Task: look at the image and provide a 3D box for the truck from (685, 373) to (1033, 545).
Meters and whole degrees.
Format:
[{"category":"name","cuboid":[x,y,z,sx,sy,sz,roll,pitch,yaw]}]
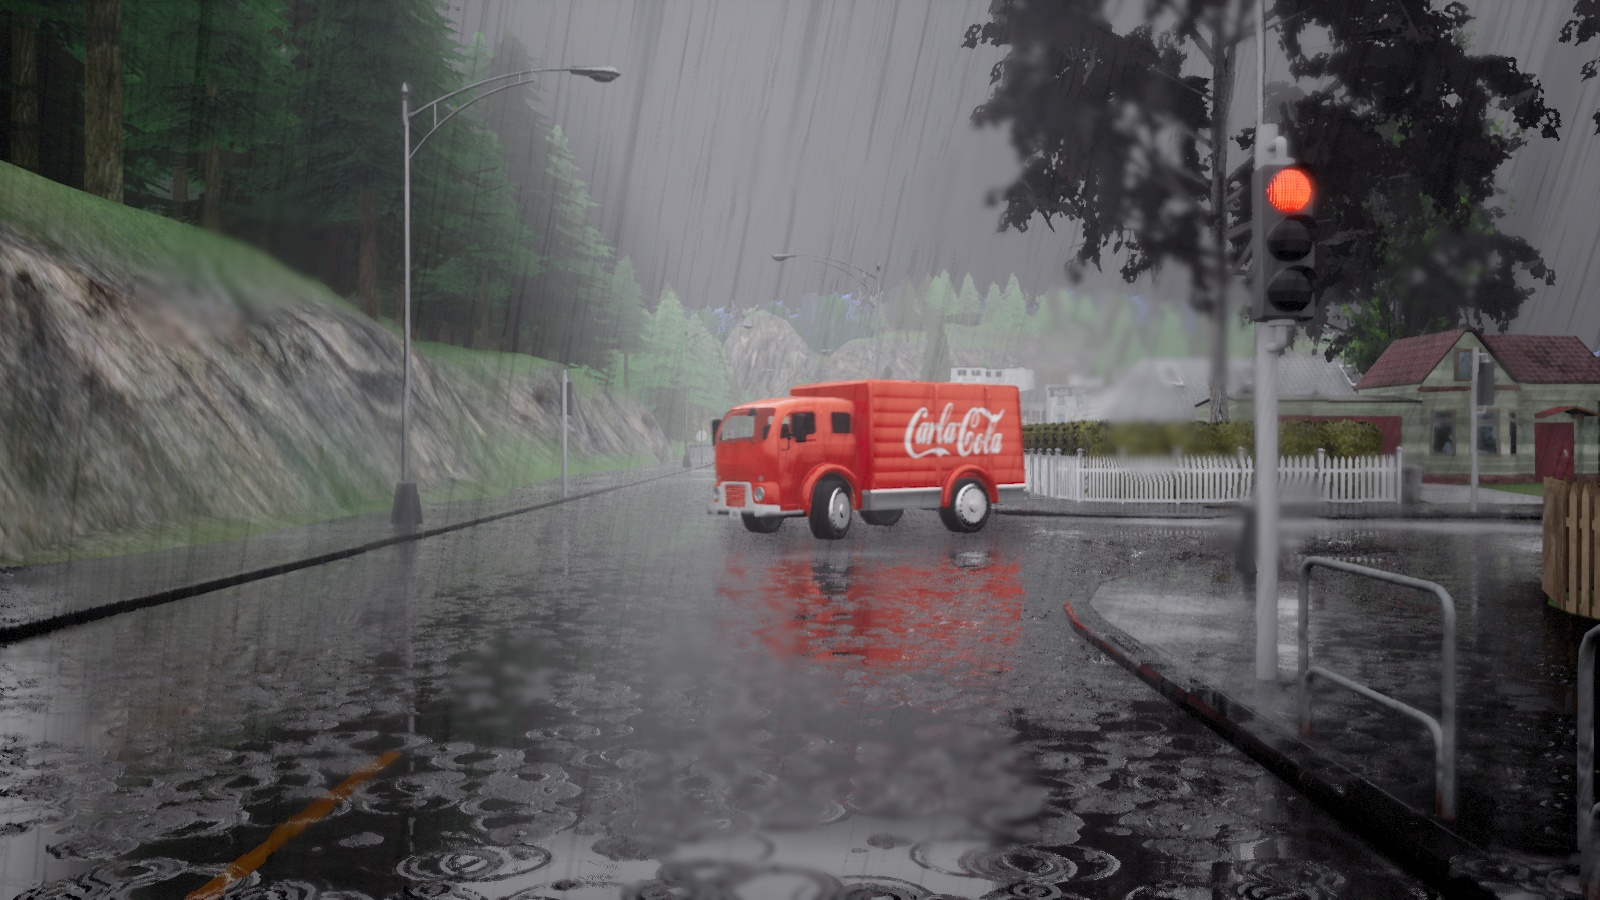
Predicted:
[{"category":"truck","cuboid":[1.046,0.127,20.617,5.204,2.467,2.627,0,0,-37]}]
